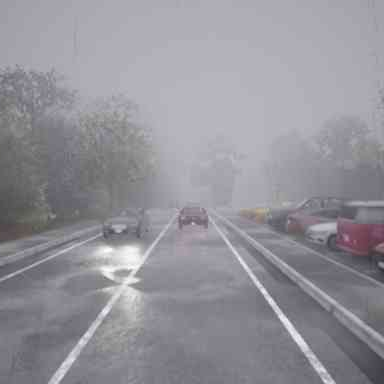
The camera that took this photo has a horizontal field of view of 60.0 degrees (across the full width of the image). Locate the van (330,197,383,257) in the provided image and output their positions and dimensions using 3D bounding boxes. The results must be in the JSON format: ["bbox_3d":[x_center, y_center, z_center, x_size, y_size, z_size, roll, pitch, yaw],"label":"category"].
[{"bbox_3d":[7.182,1.267,10.808,4.442,1.987,1.878,0,0,0],"label":"van"}]

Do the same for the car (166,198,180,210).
[{"bbox_3d":[-3.351,2.077,58.713,2.150,2.045,5.566,0,-2,1],"label":"car"}]

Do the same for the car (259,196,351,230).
[{"bbox_3d":[7.035,1.265,19.136,5.566,2.045,2.435,0,0,0],"label":"car"}]

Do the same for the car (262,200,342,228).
[{"bbox_3d":[7.094,1.401,21.907,4.553,1.767,2.185,0,0,0],"label":"car"}]

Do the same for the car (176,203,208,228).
[{"bbox_3d":[0.081,1.661,22.556,1.895,1.301,4.718,0,0,0],"label":"car"}]

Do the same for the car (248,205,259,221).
[{"bbox_3d":[7.068,1.541,24.684,5.008,1.535,2.097,0,0,0],"label":"car"}]

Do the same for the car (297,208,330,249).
[{"bbox_3d":[7.067,1.541,13.583,4.674,1.452,2.002,0,0,0],"label":"car"}]

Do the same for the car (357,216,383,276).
[{"bbox_3d":[7.072,1.485,8.030,5.008,1.535,2.097,0,0,0],"label":"car"}]

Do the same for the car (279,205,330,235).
[{"bbox_3d":[7.094,1.538,16.359,4.792,1.488,2.163,0,0,0],"label":"car"}]

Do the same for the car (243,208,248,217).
[{"bbox_3d":[7.066,1.566,27.456,4.892,1.521,2.231,0,-1,0],"label":"car"}]

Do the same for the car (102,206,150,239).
[{"bbox_3d":[-3.364,1.522,17.703,2.128,1.511,4.902,0,0,0],"label":"car"}]

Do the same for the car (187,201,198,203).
[{"bbox_3d":[0.066,1.838,41.538,2.128,1.511,4.902,0,-1,0],"label":"car"}]

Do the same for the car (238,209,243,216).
[{"bbox_3d":[6.874,1.593,30.224,5.366,1.575,1.946,0,-1,0],"label":"car"}]
